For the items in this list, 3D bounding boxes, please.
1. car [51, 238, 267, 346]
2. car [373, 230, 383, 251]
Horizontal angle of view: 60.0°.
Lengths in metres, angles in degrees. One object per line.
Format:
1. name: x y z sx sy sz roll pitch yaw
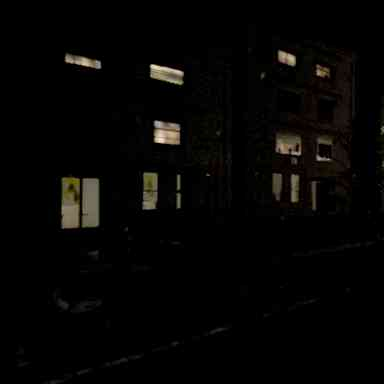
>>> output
1. car: -0.377 1.581 6.278 4.206 1.307 1.802 0 1 -35
2. car: 8.635 1.578 12.702 4.206 1.307 1.802 0 1 -35
